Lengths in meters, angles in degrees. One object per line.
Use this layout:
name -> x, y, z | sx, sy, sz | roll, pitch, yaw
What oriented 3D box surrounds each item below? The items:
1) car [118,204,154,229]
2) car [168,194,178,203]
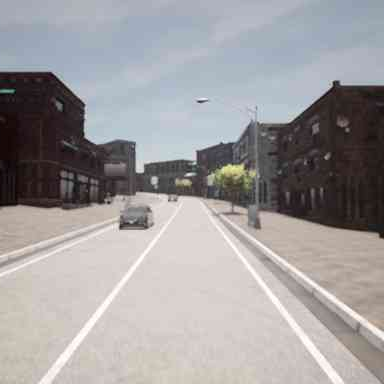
car -> -3.625, 1.588, 22.262 | 1.837, 1.490, 4.892 | 0, 0, 0
car -> -3.649, 1.216, 64.054 | 2.128, 1.511, 4.902 | 0, 1, 0
